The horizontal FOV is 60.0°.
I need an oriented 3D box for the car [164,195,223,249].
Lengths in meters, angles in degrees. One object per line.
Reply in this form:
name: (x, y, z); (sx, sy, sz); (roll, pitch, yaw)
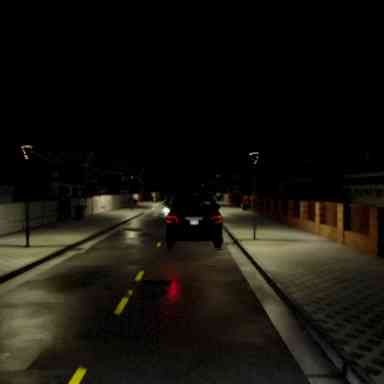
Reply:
car: (0.090, 1.154, 14.353); (2.150, 2.045, 5.566); (0, 0, 0)

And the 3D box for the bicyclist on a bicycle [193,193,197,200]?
bicyclist on a bicycle: (0.766, 1.022, 77.881); (0.866, 1.612, 1.509); (0, 0, 0)

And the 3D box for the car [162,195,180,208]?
car: (-2.828, 1.266, 46.003); (2.128, 1.511, 4.902); (0, 0, 0)

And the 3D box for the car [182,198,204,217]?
car: (0.091, 1.359, 30.622); (1.837, 1.490, 4.892); (0, 0, 0)

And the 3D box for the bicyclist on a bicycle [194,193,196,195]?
bicyclist on a bicycle: (0.764, 1.077, 68.880); (0.866, 1.612, 1.509); (0, 0, 0)
